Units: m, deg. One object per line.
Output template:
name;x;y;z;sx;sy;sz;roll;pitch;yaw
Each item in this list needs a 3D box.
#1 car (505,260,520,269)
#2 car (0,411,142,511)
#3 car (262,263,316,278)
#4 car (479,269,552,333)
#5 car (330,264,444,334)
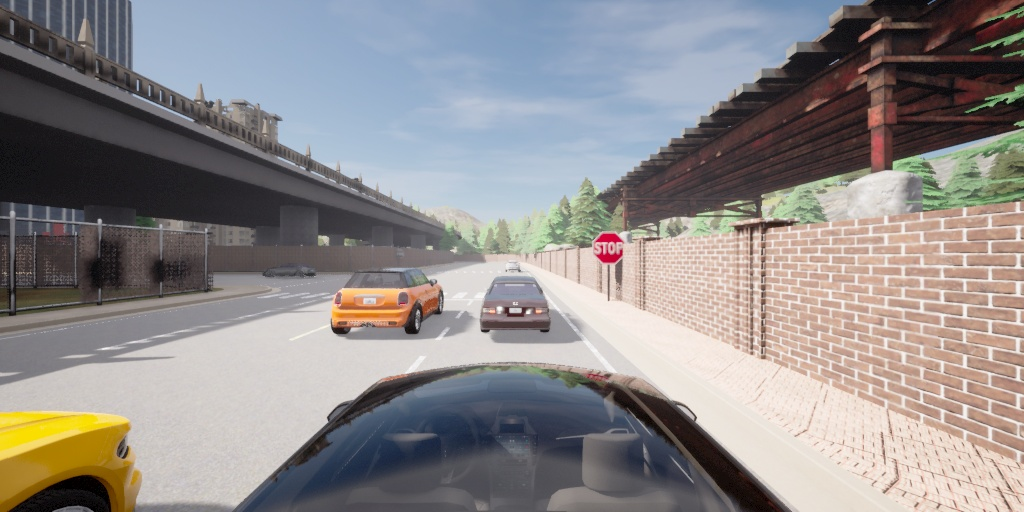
car;0.092;1.276;45.470;1.812;1.442;4.674;0;0;-1
car;-3.397;1.228;0.274;1.882;1.535;5.008;0;0;0
car;-20.287;1.314;32.780;4.181;1.385;1.994;0;0;-1
car;0.079;1.297;10.758;2.033;1.411;5.357;0;0;0
car;-3.422;1.102;10.736;2.097;1.767;4.553;0;0;0
